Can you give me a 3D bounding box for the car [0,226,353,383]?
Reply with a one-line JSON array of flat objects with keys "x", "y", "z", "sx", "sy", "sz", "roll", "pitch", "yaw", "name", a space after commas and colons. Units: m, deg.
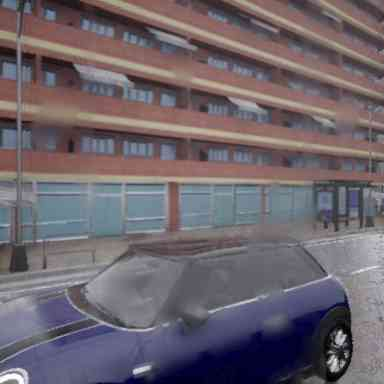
[{"x": -0.182, "y": 1.353, "z": 3.841, "sx": 4.553, "sy": 1.767, "sz": 2.097, "roll": 0, "pitch": 0, "yaw": -35, "name": "car"}]
